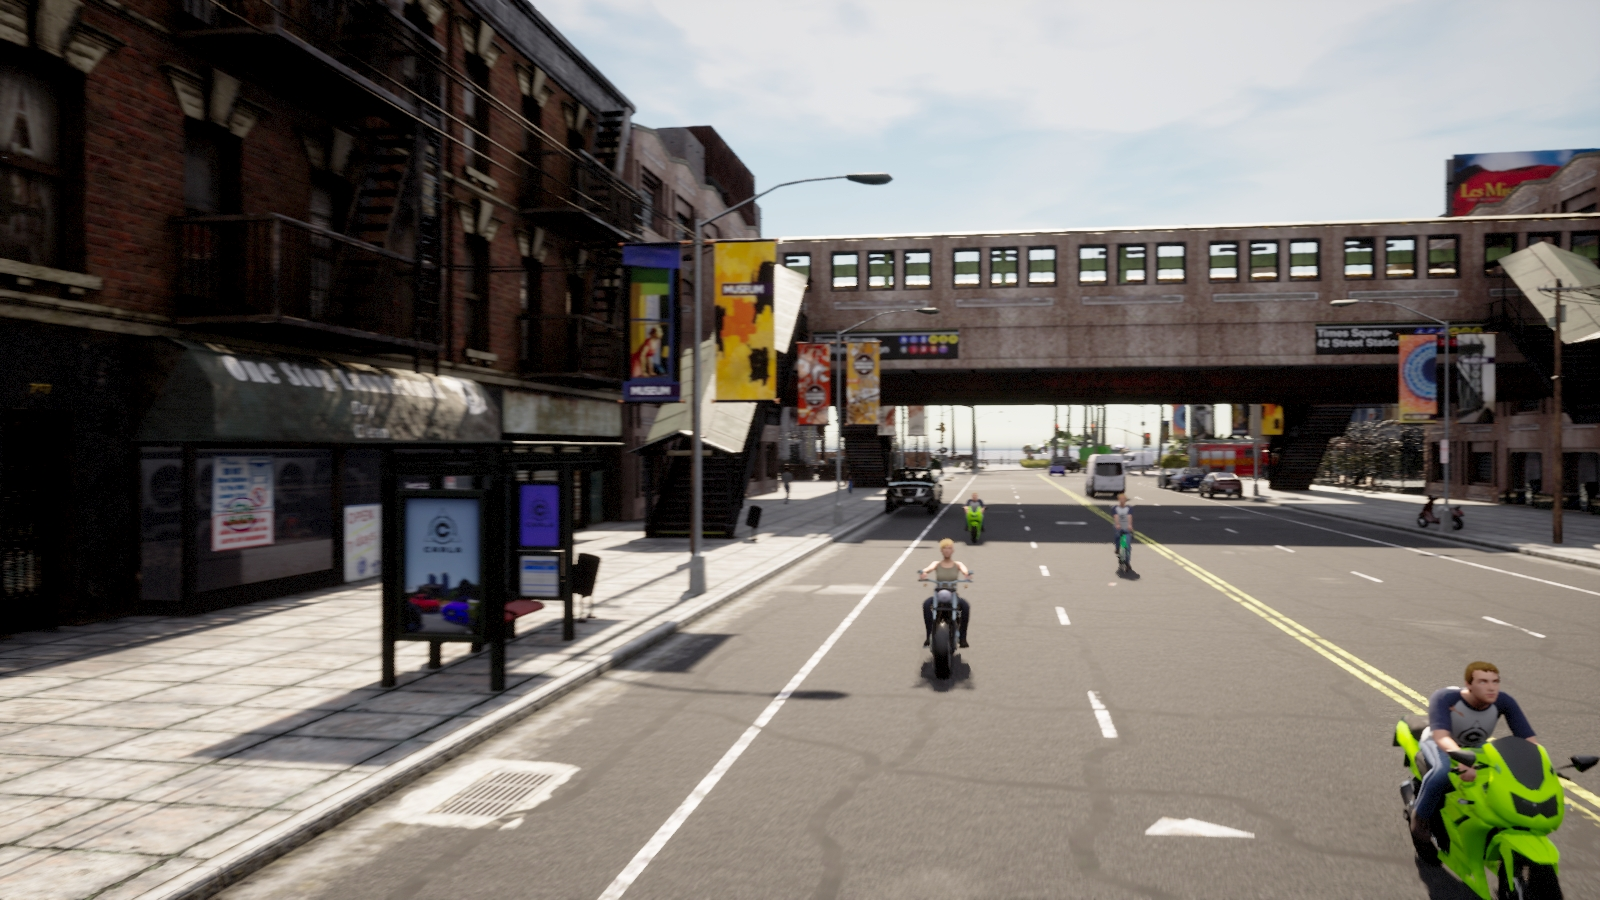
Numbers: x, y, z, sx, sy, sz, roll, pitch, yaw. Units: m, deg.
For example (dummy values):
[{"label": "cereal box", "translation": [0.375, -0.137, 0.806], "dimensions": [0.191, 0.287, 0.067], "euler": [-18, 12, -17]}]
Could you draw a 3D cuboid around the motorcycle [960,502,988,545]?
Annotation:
[{"label": "motorcycle", "translation": [5.321, 2.219, 34.776], "dimensions": [0.803, 1.145, 2.033], "euler": [0, 0, 10]}]

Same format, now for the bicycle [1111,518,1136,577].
[{"label": "bicycle", "translation": [7.392, 2.214, 26.144], "dimensions": [0.373, 1.196, 1.643], "euler": [0, 0, 10]}]

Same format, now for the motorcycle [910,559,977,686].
[{"label": "motorcycle", "translation": [1.900, 2.172, 14.854], "dimensions": [0.764, 1.277, 2.356], "euler": [0, 0, 10]}]

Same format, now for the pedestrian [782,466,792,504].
[{"label": "pedestrian", "translation": [-0.626, 1.697, 55.423], "dimensions": [0.375, 1.860, 0.375], "euler": [0, 0, 15]}]

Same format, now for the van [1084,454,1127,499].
[{"label": "van", "translation": [18.496, 1.555, 69.409], "dimensions": [1.988, 2.561, 5.915], "euler": [0, 0, 10]}]

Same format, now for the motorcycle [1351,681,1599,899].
[{"label": "motorcycle", "translation": [4.169, 2.218, 7.063], "dimensions": [0.803, 1.145, 2.033], "euler": [0, 0, 8]}]

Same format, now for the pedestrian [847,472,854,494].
[{"label": "pedestrian", "translation": [2.988, 1.980, 67.839], "dimensions": [0.375, 1.300, 0.375], "euler": [0, 0, 15]}]
